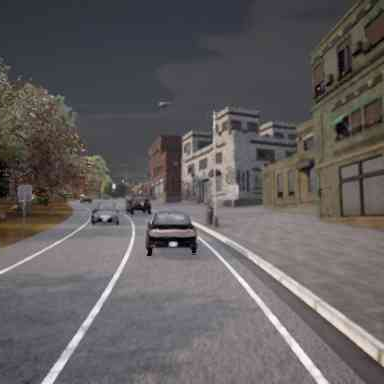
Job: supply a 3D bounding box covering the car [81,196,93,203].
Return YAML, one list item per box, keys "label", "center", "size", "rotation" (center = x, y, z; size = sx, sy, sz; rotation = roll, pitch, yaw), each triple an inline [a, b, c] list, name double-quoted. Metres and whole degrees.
- label: "car"
  center: [-20.100, 1.399, 63.321]
  size: [2.033, 1.411, 5.357]
  rotation: [2, 0, -22]

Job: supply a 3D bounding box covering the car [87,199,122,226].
- label: "car"
  center: [-6.142, 1.513, 23.945]
  size: [2.128, 1.511, 4.902]
  rotation: [1, 0, -12]

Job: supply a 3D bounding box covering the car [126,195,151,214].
- label: "car"
  center: [-5.889, 1.330, 36.381]
  size: [2.150, 2.045, 5.566]
  rotation: [2, 0, -18]

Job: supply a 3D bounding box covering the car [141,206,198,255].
- label: "car"
  center: [-0.896, 1.524, 13.484]
  size: [2.128, 1.511, 4.902]
  rotation: [0, 0, -6]
